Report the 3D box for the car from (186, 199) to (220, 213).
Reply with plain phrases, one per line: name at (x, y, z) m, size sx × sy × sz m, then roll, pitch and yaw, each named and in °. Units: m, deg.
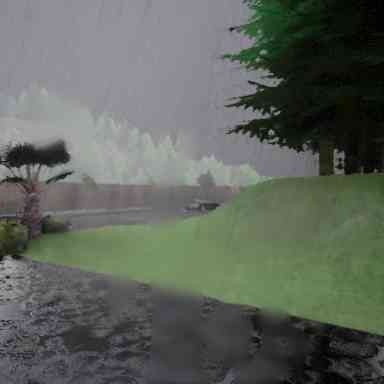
car at (1.269, 1.487, 37.008) m, size 2.128 × 1.511 × 4.902 m, roll 0°, pitch 0°, yaw 36°
